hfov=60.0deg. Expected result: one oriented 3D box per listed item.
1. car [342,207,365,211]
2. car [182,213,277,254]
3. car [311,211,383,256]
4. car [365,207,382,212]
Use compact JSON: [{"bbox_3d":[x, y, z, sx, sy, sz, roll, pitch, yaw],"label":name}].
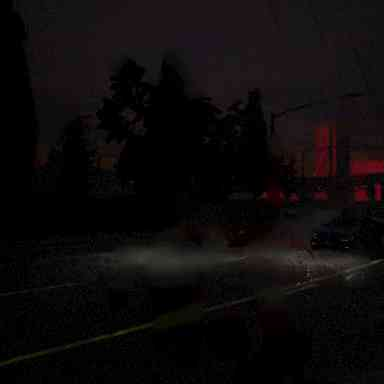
[{"bbox_3d":[24.037,3.097,50.350,1.837,1.490,4.892,1,-2,9],"label":"car"},{"bbox_3d":[1.782,1.709,14.775,5.008,1.535,1.882,2,-1,-42],"label":"car"},{"bbox_3d":[7.190,1.831,15.074,5.008,1.535,1.882,2,-2,-45],"label":"car"},{"bbox_3d":[27.697,3.148,50.950,1.837,1.490,4.892,1,-1,8],"label":"car"}]
